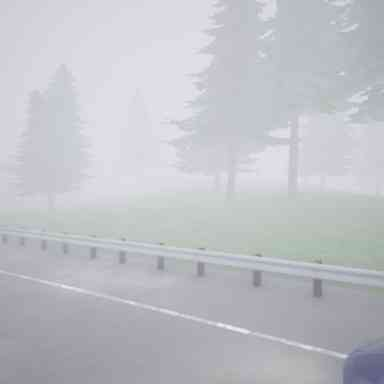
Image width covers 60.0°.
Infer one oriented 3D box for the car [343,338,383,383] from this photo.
[{"bbox_3d":[3.245,1.521,1.616,4.674,1.442,1.812,0,0,35],"label":"car"}]
